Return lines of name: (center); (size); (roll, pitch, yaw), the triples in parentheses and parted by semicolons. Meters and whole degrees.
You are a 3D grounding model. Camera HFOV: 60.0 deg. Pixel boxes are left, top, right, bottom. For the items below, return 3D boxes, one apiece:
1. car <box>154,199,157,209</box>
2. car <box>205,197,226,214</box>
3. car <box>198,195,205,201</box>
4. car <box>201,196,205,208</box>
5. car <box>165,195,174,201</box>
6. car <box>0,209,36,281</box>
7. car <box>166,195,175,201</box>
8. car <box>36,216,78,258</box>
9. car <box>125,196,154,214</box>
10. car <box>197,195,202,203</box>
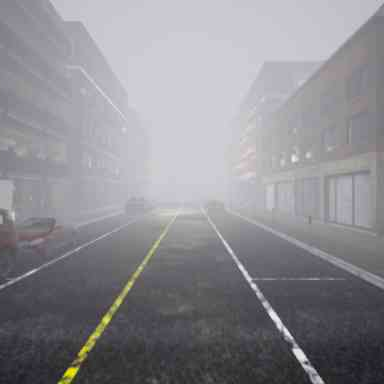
car: (-5.773, 1.486, 40.982); (1.967, 1.590, 4.097); (0, 0, 0)
car: (2.619, 1.565, 35.530); (1.752, 1.417, 4.829); (0, 0, 0)
car: (2.503, 1.617, 91.891); (1.752, 1.417, 4.829); (0, 0, 0)
car: (2.596, 1.595, 46.632); (1.887, 1.381, 4.507); (0, 0, 0)
car: (-5.866, 1.639, 86.072); (2.008, 1.369, 4.403); (0, 0, 0)
car: (-5.702, 1.325, 7.165); (2.192, 1.841, 5.009); (0, 0, 0)
car: (-5.878, 1.644, 91.709); (2.008, 1.369, 4.403); (0, 0, 0)
car: (-5.715, 1.598, 12.801); (1.802, 1.307, 4.206); (0, 0, 0)
car: (-5.760, 1.355, 35.347); (2.192, 1.841, 5.009); (0, 0, 0)
car: (2.549, 1.623, 69.177); (2.008, 1.369, 4.403); (0, 0, 0)
